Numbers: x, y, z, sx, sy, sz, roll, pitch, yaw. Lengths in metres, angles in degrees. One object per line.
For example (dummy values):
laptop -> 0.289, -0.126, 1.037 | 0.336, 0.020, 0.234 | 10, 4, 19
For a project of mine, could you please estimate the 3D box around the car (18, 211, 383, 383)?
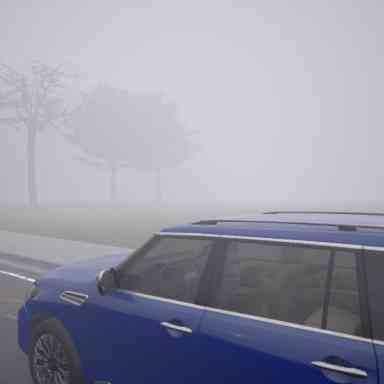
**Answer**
car -> 0.568, 1.222, 3.286 | 5.566, 2.045, 2.150 | 0, 0, 35
